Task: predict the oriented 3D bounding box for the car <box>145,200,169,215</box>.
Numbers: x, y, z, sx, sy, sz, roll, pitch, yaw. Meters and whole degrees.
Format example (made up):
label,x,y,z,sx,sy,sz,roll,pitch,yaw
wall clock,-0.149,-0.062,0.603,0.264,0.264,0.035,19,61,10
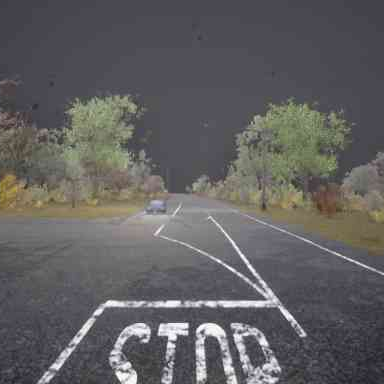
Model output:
label,x,y,z,sx,sy,sz,roll,pitch,yaw
car,-3.573,1.547,34.469,1.812,1.442,4.674,0,0,0
